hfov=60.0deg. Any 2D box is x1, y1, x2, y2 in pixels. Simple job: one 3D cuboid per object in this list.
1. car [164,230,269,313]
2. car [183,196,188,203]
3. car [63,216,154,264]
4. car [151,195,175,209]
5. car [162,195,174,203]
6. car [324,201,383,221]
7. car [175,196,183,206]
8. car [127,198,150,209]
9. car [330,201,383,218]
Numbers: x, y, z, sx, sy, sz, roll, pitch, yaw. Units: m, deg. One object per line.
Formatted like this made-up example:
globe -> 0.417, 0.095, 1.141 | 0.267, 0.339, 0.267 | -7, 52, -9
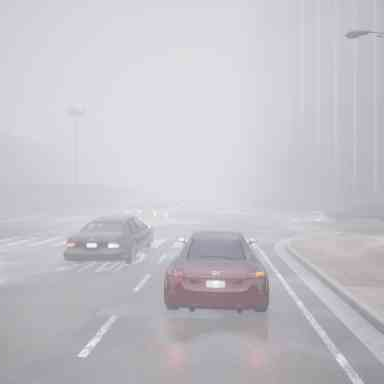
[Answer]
car -> 0.576, 1.564, 7.759 | 1.994, 1.385, 4.181 | 0, 0, 5
car -> -1.882, 1.492, 69.440 | 2.128, 1.511, 4.902 | 0, 0, 4
car -> -2.668, 1.548, 11.873 | 2.033, 1.411, 5.357 | 0, 0, 3
car -> -3.855, 1.526, 44.485 | 1.812, 1.442, 4.674 | 0, 0, 4
car -> -5.204, 1.478, 71.940 | 1.882, 1.535, 5.008 | 0, 0, 4
car -> 13.732, 1.603, 27.173 | 5.357, 1.411, 2.033 | 0, 0, 4
car -> -3.051, 1.526, 55.048 | 1.812, 1.442, 4.674 | 0, 0, 4
car -> -7.345, 1.526, 44.745 | 1.812, 1.442, 4.674 | 0, 0, 4
car -> 15.512, 1.560, 30.548 | 4.892, 1.490, 1.837 | 0, 0, 4
